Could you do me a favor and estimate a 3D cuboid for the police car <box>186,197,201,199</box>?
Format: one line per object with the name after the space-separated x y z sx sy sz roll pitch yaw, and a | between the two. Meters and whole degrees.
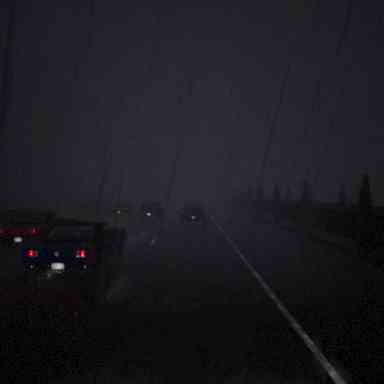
0.179 1.412 43.012 1.930 1.638 5.238 0 0 1 | police car

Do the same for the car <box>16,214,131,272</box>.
-3.403 1.598 10.687 1.895 1.301 4.718 0 0 0 | car

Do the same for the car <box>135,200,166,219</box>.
-3.406 1.496 28.816 1.837 1.490 4.892 0 0 0 | car

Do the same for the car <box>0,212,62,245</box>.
-6.903 1.596 15.452 1.895 1.301 4.718 0 0 0 | car

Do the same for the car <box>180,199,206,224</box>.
0.090 1.518 24.618 1.812 1.442 4.674 0 0 0 | car

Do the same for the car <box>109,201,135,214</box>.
-6.903 1.591 33.682 1.895 1.301 4.718 0 0 0 | car
